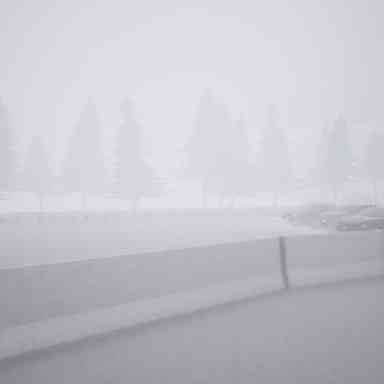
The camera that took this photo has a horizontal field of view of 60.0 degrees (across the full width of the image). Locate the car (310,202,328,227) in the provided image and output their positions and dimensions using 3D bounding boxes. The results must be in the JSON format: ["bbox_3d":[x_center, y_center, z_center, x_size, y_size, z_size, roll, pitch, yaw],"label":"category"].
[{"bbox_3d":[10.014,1.465,20.442,4.892,1.490,1.837,0,0,-21],"label":"car"}]

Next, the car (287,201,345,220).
[{"bbox_3d":[10.417,1.499,27.993,4.181,1.385,1.994,0,0,-18],"label":"car"}]

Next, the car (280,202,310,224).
[{"bbox_3d":[9.033,1.493,23.888,5.357,1.411,2.033,0,0,-21],"label":"car"}]

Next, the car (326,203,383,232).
[{"bbox_3d":[9.413,1.450,16.475,5.008,1.535,1.882,0,0,-22],"label":"car"}]
